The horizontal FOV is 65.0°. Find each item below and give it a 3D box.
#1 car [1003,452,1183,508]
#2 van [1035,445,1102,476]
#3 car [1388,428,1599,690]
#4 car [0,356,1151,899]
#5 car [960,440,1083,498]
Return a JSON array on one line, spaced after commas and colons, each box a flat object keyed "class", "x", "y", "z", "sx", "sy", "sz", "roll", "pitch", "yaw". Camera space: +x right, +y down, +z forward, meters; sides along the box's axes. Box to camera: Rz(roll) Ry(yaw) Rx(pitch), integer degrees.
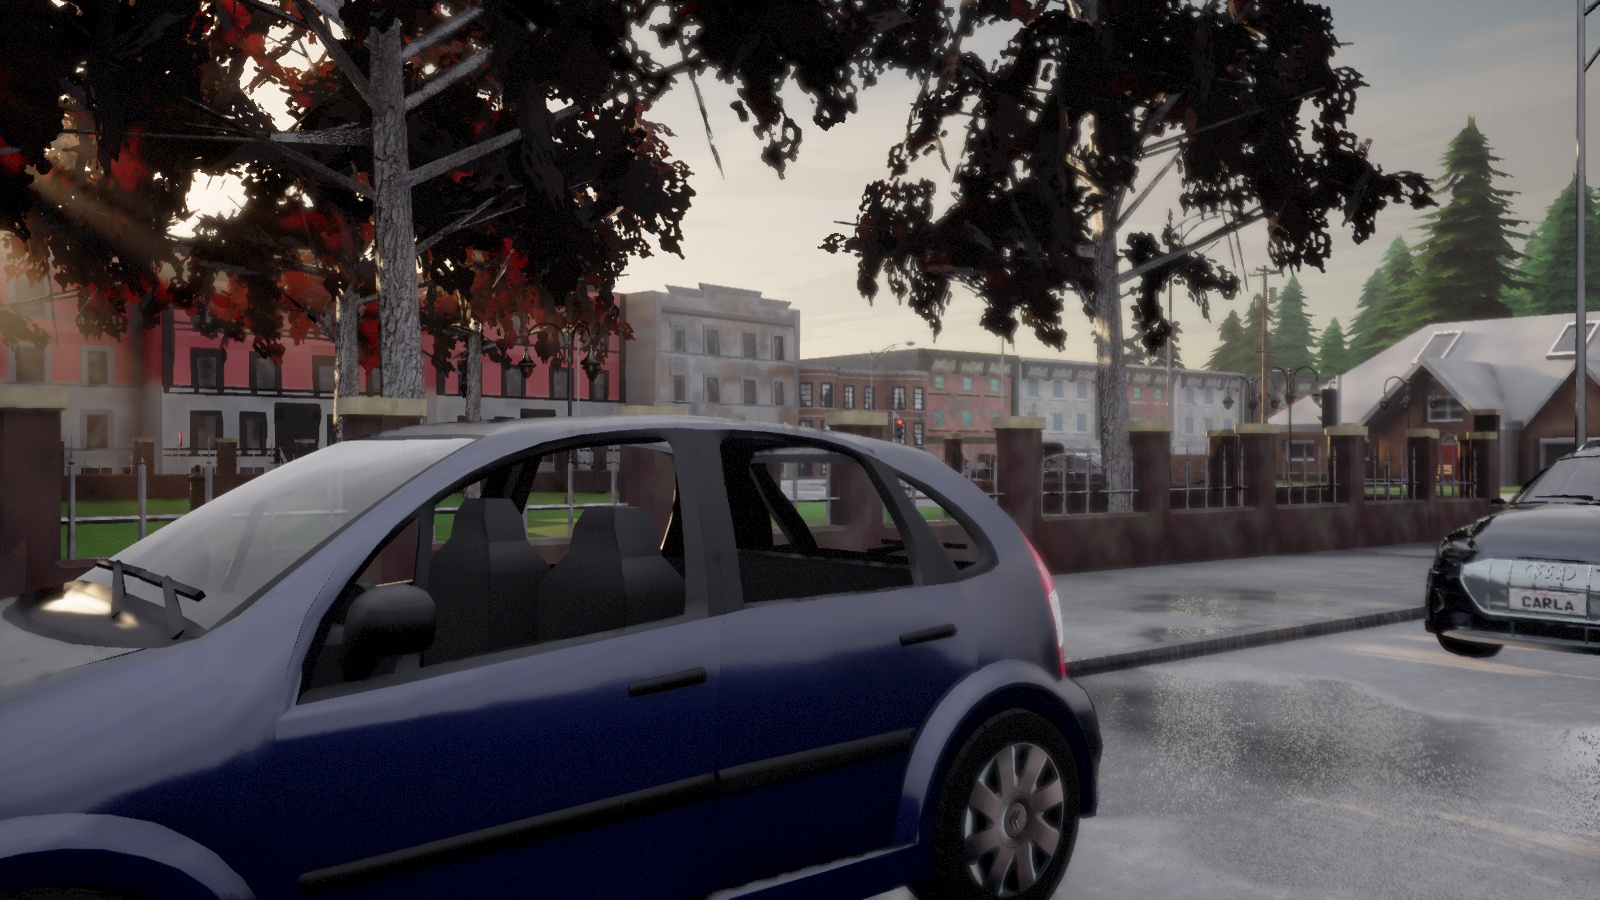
[{"class": "car", "x": 8.322, "y": 0.820, "z": 36.042, "sx": 1.837, "sy": 1.490, "sz": 4.892, "roll": 0, "pitch": 0, "yaw": -40}, {"class": "van", "x": 17.318, "y": 0.659, "z": 80.974, "sx": 4.442, "sy": 1.987, "sz": 1.775, "roll": 0, "pitch": 0, "yaw": -38}, {"class": "car", "x": 6.666, "y": 0.684, "z": 9.715, "sx": 4.856, "sy": 1.649, "sz": 2.033, "roll": 0, "pitch": 0, "yaw": -41}, {"class": "car", "x": -0.932, "y": 0.654, "z": 3.663, "sx": 3.988, "sy": 1.617, "sz": 1.851, "roll": 0, "pitch": 0, "yaw": -40}, {"class": "car", "x": 7.544, "y": 0.630, "z": 43.000, "sx": 1.905, "sy": 1.878, "sz": 3.866, "roll": 0, "pitch": 0, "yaw": -38}]
